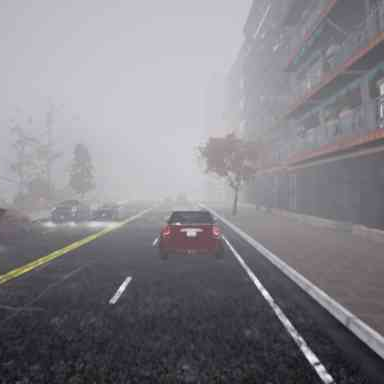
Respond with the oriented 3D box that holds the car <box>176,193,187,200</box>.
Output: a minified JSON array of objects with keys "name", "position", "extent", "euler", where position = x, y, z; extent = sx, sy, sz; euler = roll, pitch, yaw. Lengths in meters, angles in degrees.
[{"name":"car","position":[-2.294,1.313,75.798],"extent":[2.150,2.045,5.566],"euler":[0,0,-4]}]

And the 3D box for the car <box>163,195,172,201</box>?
[{"name":"car","position":[-5.559,1.675,75.896],"extent":[1.895,1.301,4.718],"euler":[0,0,-4]}]

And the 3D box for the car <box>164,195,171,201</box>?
[{"name":"car","position":[-6.251,1.525,85.881],"extent":[1.812,1.442,4.674],"euler":[0,0,-4]}]

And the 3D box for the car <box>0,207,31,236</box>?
[{"name":"car","position":[-9.915,1.515,16.912],"extent":[1.812,1.442,4.674],"euler":[0,0,0]}]

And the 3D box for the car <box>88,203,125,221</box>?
[{"name":"car","position":[-6.736,1.568,27.244],"extent":[1.994,1.385,4.181],"euler":[0,0,-1]}]

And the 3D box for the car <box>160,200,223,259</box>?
[{"name":"car","position":[-0.035,1.357,12.774],"extent":[2.097,1.767,4.553],"euler":[0,0,0]}]

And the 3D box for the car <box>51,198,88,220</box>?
[{"name":"car","position":[-9.990,1.349,27.717],"extent":[2.097,1.767,4.553],"euler":[0,0,-1]}]

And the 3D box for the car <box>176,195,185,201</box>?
[{"name":"car","position":[-3.012,1.558,86.150],"extent":[1.994,1.385,4.181],"euler":[0,0,-4]}]
